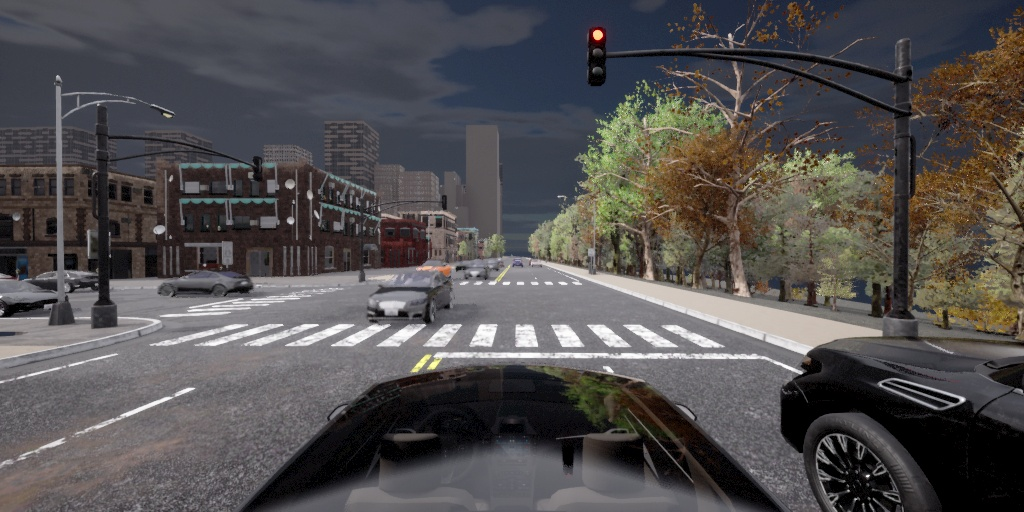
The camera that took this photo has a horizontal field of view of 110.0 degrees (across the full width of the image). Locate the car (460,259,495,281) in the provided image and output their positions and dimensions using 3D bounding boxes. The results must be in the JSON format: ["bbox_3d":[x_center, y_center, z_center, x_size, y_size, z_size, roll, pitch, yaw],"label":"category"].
[{"bbox_3d":[-2.887,1.233,30.552,2.128,1.511,4.902,0,0,1],"label":"car"}]

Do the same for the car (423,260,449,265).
[{"bbox_3d":[-6.380,1.094,29.467,2.097,1.767,4.553,0,0,4],"label":"car"}]

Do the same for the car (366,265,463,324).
[{"bbox_3d":[-3.193,1.239,12.057,2.128,1.511,4.902,0,0,1],"label":"car"}]

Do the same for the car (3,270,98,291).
[{"bbox_3d":[-27.956,1.560,22.337,4.403,1.370,2.007,0,0,1],"label":"car"}]

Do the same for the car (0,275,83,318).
[{"bbox_3d":[-19.765,1.565,13.688,4.313,1.339,1.948,0,0,1],"label":"car"}]

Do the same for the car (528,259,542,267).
[{"bbox_3d":[4.370,1.327,64.102,1.895,1.301,4.718,0,0,1],"label":"car"}]

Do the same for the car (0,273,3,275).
[{"bbox_3d":[-33.491,1.654,22.436,4.207,1.307,1.802,0,0,1],"label":"car"}]

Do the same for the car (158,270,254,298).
[{"bbox_3d":[-16.512,1.469,19.472,4.181,1.385,1.994,-1,1,1],"label":"car"}]

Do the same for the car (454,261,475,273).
[{"bbox_3d":[-5.895,1.336,45.068,1.895,1.301,4.718,0,0,1],"label":"car"}]

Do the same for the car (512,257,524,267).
[{"bbox_3d":[1.010,1.252,63.772,1.812,1.442,4.674,0,0,1],"label":"car"}]

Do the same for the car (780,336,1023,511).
[{"bbox_3d":[3.322,0.972,0.647,2.150,2.045,5.566,0,0,1],"label":"car"}]

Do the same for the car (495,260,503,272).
[{"bbox_3d":[-2.627,1.228,45.911,2.128,1.511,4.902,0,0,1],"label":"car"}]
